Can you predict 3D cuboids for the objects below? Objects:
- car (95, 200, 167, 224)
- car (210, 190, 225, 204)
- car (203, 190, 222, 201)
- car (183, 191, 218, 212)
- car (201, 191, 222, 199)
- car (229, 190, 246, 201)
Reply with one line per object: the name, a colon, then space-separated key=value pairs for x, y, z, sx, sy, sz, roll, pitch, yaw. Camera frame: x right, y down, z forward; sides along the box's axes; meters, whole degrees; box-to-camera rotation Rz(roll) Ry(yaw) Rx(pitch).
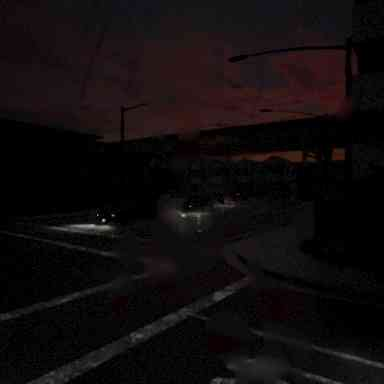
car: x=-3.857 y=1.242 z=22.180 sx=2.033 sy=1.411 sz=5.357 roll=0 pitch=1 yaw=33
car: x=3.045 y=0.721 z=41.214 sx=1.812 sy=1.442 sz=4.674 roll=0 pitch=1 yaw=6
car: x=3.068 y=0.509 z=51.549 sx=2.128 sy=1.511 sz=4.902 roll=0 pitch=1 yaw=-6
car: x=0.651 y=0.965 z=31.210 sx=1.837 sy=1.490 sz=4.892 roll=0 pitch=2 yaw=20
car: x=3.664 y=0.482 z=63.626 sx=1.837 sy=1.490 sz=4.892 roll=0 pitch=0 yaw=-24
car: x=6.834 y=0.548 z=50.253 sx=1.837 sy=1.490 sz=4.892 roll=0 pitch=-1 yaw=-4
